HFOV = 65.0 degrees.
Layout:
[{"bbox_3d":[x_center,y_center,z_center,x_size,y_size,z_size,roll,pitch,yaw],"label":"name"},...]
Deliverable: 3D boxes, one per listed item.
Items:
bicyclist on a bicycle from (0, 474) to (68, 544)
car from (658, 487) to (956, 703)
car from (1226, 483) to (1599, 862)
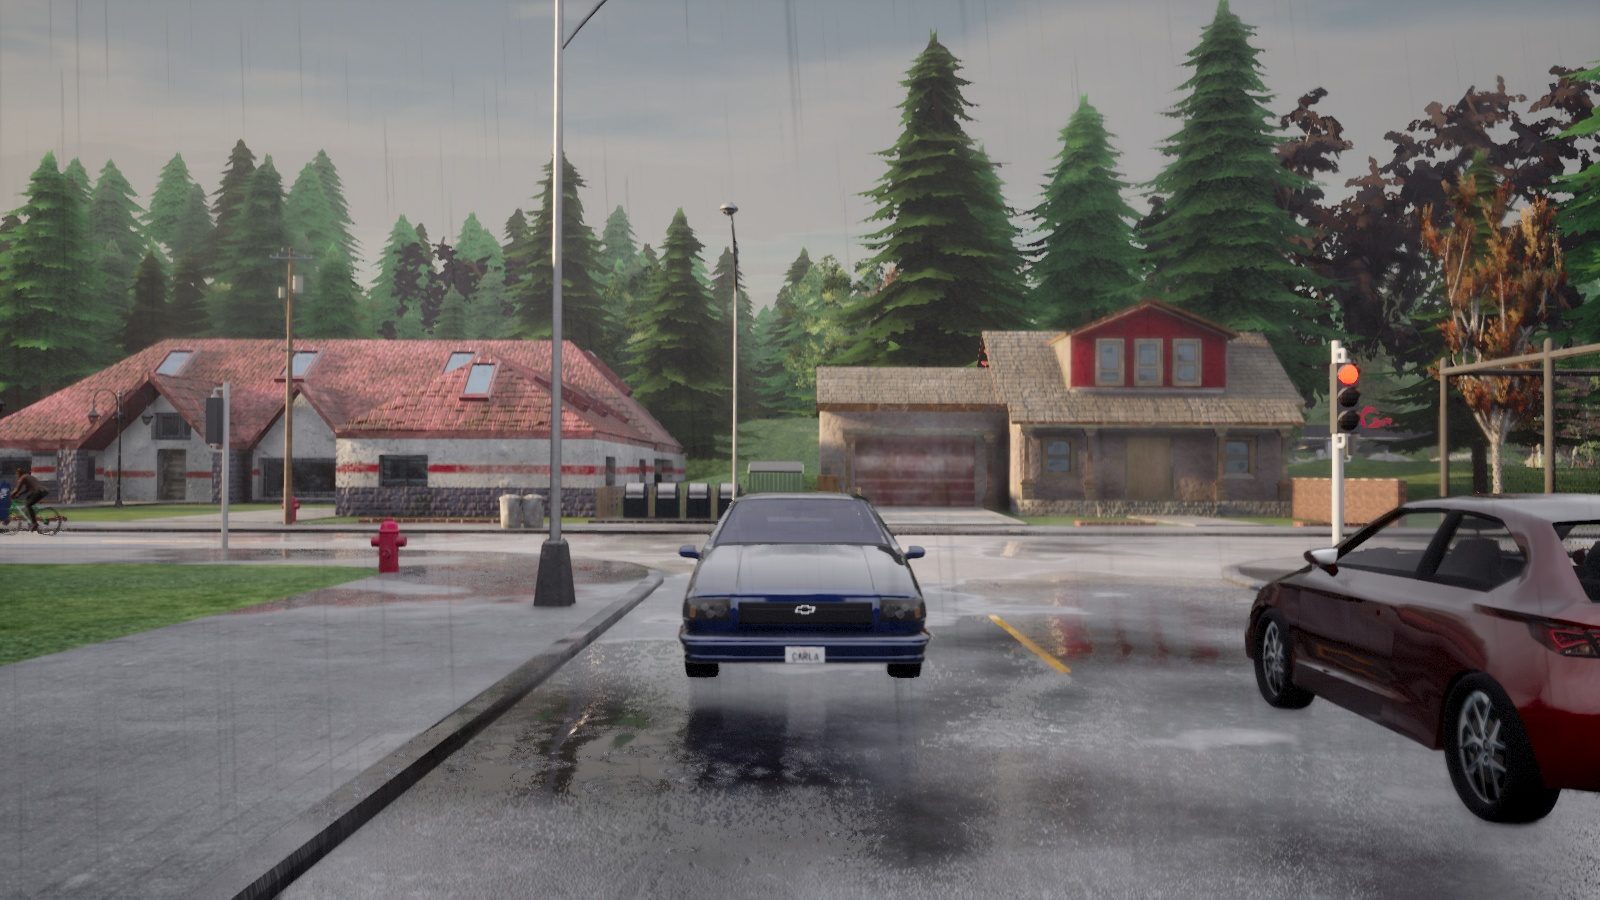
[{"bbox_3d":[-18.256,1.382,29.630,1.656,1.620,0.582,-1,-1,2],"label":"bicyclist on a bicycle"},{"bbox_3d":[0.015,1.070,11.296,2.033,1.411,5.357,0,-1,-1],"label":"car"},{"bbox_3d":[3.976,0.944,7.102,1.816,1.474,4.193,0,-1,2],"label":"car"}]
